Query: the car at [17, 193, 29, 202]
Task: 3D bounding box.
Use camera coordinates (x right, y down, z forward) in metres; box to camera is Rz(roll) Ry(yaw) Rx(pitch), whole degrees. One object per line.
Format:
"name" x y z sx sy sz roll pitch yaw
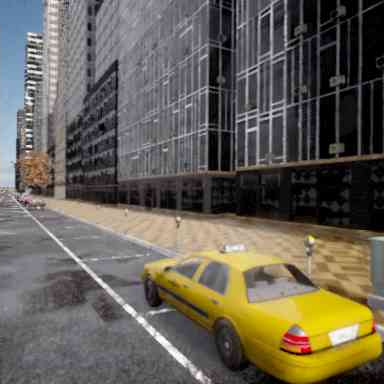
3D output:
"car" -38.084 1.252 74.827 2.192 1.841 5.009 0 0 -29

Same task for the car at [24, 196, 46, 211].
"car" -18.723 1.532 40.196 2.008 1.369 4.403 0 0 -29

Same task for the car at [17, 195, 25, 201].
"car" -43.619 1.505 84.721 1.802 1.307 4.206 0 0 -29

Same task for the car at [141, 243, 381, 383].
"car" 0.557 1.550 5.714 1.752 1.417 4.829 0 0 -29

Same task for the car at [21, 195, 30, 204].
"car" -24.256 1.514 50.090 1.887 1.381 4.507 0 0 -29

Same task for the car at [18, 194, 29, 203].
"car" -29.788 1.501 59.985 1.887 1.381 4.507 0 0 -29
